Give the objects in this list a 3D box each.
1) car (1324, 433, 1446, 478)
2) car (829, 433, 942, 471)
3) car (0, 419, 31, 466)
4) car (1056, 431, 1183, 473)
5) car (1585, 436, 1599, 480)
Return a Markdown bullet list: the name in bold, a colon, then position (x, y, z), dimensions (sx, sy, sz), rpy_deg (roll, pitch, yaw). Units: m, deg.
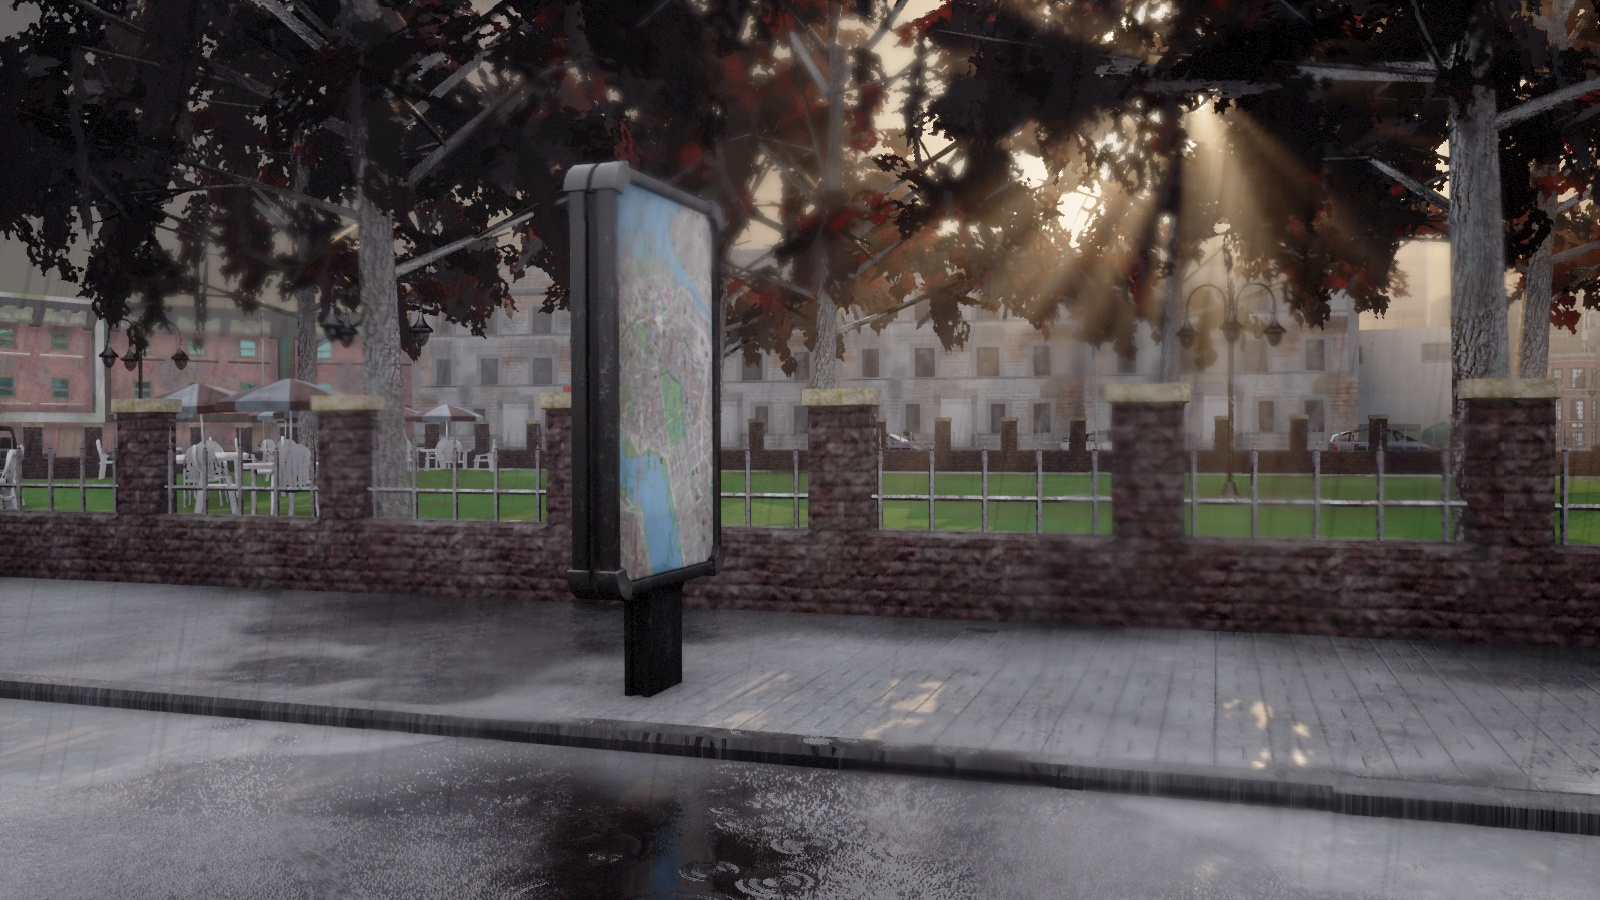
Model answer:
- **car**: position (20.685, 0.169, 44.551), dimensions (3.705, 1.549, 1.789), rpy_deg (0, 1, 18)
- **car**: position (3.440, 0.048, 50.274), dimensions (4.193, 1.474, 1.816), rpy_deg (1, 1, 18)
- **car**: position (-32.650, -0.289, 49.299), dimensions (1.905, 1.878, 3.866), rpy_deg (1, 1, 19)
- **car**: position (12.073, 0.060, 47.409), dimensions (4.514, 1.525, 2.007), rpy_deg (1, 1, 18)
- **car**: position (28.829, 0.278, 41.844), dimensions (4.193, 1.474, 1.816), rpy_deg (1, 1, 18)
